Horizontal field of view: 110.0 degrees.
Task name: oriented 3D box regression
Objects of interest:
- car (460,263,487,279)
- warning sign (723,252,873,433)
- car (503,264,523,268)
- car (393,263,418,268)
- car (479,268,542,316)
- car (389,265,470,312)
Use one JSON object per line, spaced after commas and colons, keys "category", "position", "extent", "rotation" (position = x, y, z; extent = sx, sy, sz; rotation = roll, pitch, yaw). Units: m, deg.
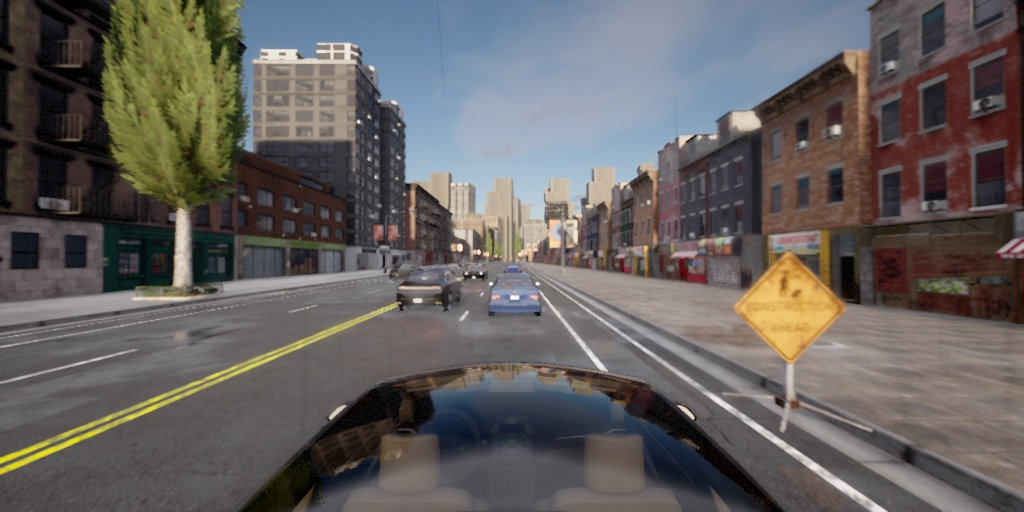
{"category": "car", "position": [-3.163, 1.511, 32.073], "extent": [1.895, 1.301, 4.718], "rotation": [0, 0, 0]}
{"category": "warning sign", "position": [3.223, 0.878, 4.183], "extent": [1.300, 1.860, 1.060], "rotation": [0, 0, 0]}
{"category": "car", "position": [0.088, 1.454, 34.739], "extent": [1.812, 1.442, 4.674], "rotation": [0, 0, 0]}
{"category": "car", "position": [-9.856, 1.396, 33.380], "extent": [1.882, 1.535, 5.008], "rotation": [0, 0, 0]}
{"category": "car", "position": [0.090, 1.356, 13.677], "extent": [2.033, 1.411, 5.357], "rotation": [0, 0, 0]}
{"category": "car", "position": [-3.163, 1.304, 14.478], "extent": [2.128, 1.511, 4.902], "rotation": [0, 0, 0]}
